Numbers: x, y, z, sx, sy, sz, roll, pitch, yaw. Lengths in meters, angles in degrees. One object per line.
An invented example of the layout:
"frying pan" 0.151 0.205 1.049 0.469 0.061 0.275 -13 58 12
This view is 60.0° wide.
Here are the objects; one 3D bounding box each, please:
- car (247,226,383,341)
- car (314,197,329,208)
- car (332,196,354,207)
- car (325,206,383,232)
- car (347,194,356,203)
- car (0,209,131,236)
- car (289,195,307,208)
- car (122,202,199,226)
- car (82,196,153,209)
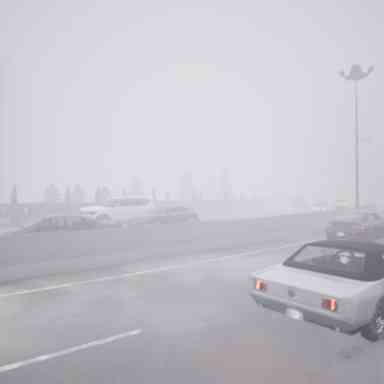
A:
"car" 3.315 1.616 6.592 4.718 1.301 1.895 0 0 -40
"car" 20.838 1.786 53.461 1.994 1.385 4.181 -1 0 27
"car" 19.424 1.638 43.108 1.882 1.535 5.008 0 0 28
"car" 7.808 1.565 15.420 4.674 1.442 1.812 0 0 -45
"car" 39.054 1.554 81.841 2.150 2.045 5.566 -1 -1 27
"car" -5.406 1.608 13.212 5.357 1.411 2.033 0 0 -38
"car" 17.574 1.472 54.763 2.150 2.045 5.566 -1 0 27
"car" -1.657 1.597 21.107 4.892 1.490 1.837 0 0 -44
"car" -4.982 1.327 22.728 5.566 2.045 2.150 0 0 -43
